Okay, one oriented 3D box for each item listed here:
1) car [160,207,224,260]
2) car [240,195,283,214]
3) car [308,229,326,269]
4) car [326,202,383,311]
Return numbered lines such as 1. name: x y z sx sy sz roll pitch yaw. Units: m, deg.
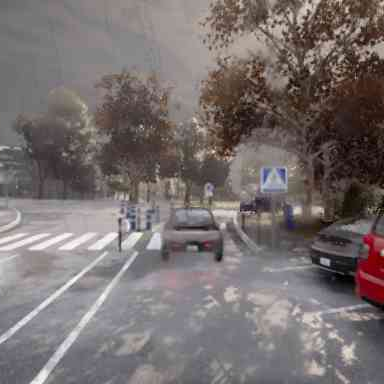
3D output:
1. car: -0.016 1.266 11.410 2.128 1.511 4.902 0 1 -1
2. car: 6.718 1.143 31.599 4.553 1.767 2.097 2 0 -39
3. car: 5.273 1.327 8.393 4.892 1.521 2.231 0 1 -21
4. car: 5.336 1.132 5.429 5.566 2.045 2.435 0 1 -21
